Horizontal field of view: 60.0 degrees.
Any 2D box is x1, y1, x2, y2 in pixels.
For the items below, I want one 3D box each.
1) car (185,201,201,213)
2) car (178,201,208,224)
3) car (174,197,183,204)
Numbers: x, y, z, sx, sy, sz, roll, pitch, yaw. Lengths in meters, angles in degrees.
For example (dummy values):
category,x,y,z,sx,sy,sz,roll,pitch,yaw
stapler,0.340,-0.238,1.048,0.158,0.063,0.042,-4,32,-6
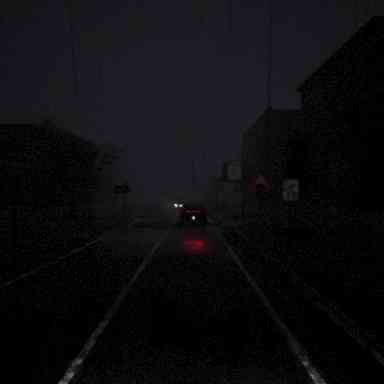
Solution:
category,x,y,z,sx,sy,sz,roll,pitch,yaw
car,0.098,1.826,42.041,1.994,1.385,4.181,0,0,0
car,0.100,1.593,24.952,1.837,1.490,4.892,0,-2,0
car,-3.001,1.899,75.249,2.128,1.511,4.902,0,0,0
